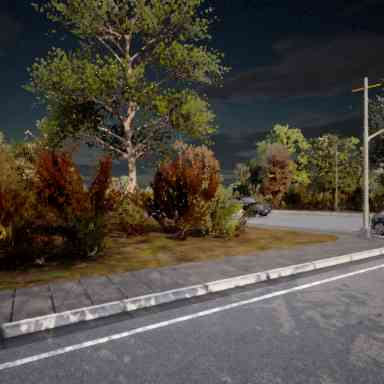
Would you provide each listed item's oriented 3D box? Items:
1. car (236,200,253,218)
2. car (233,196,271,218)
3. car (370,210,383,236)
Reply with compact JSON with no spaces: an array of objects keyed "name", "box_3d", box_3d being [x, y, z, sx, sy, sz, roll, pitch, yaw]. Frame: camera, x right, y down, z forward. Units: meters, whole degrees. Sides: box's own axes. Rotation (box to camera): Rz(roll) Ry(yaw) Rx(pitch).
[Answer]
[{"name":"car","box_3d":[2.765,1.697,29.414,1.812,1.442,4.674,0,-1,-41]},{"name":"car","box_3d":[4.950,1.405,32.276,2.150,2.045,5.566,0,-1,-41]},{"name":"car","box_3d":[10.940,1.517,16.093,1.837,1.490,4.892,1,-1,-13]}]
